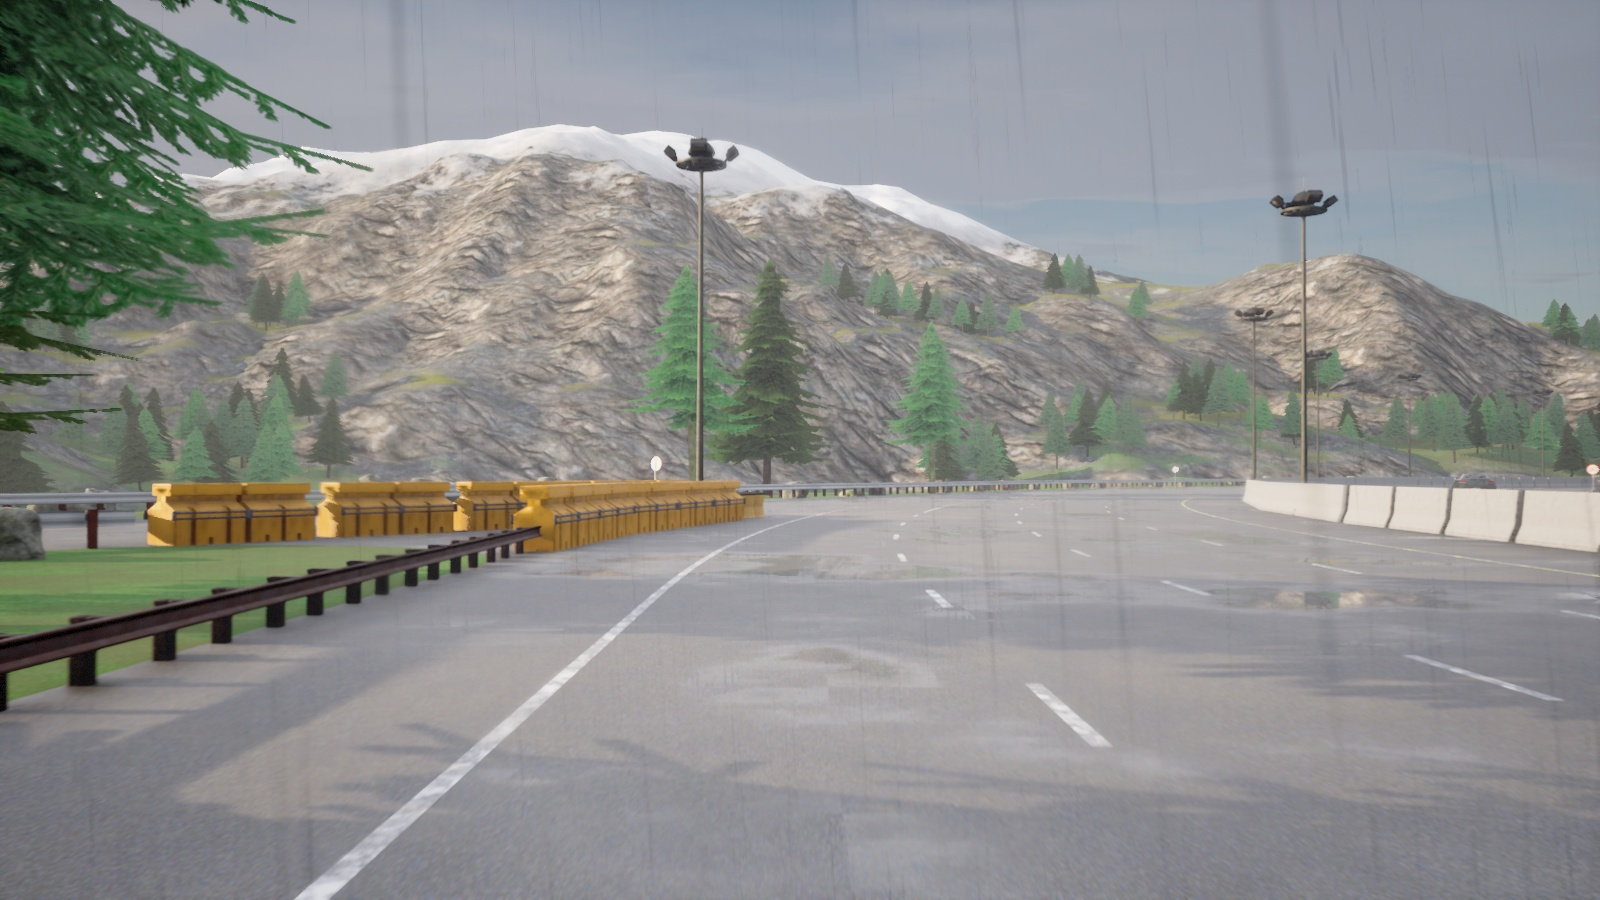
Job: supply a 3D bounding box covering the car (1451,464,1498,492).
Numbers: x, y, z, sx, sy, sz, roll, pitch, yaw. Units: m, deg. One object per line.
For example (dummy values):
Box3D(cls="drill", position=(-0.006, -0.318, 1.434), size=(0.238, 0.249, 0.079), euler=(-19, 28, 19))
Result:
Box3D(cls="car", position=(40.995, 1.709, 76.436), size=(2.152, 1.651, 5.027), euler=(-1, -1, 24))
